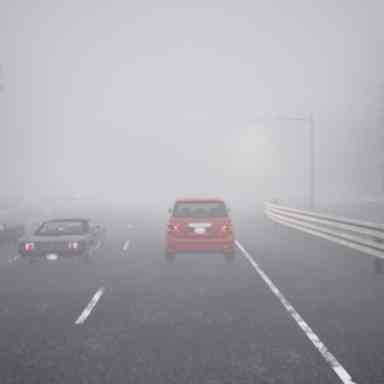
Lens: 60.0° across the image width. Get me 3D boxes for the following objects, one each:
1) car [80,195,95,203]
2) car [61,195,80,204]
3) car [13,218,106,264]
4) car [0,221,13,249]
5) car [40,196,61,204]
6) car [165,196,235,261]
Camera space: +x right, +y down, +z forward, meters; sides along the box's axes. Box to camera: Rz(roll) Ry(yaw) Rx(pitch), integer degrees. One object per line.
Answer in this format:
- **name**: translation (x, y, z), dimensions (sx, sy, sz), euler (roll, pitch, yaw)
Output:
- **car**: translation (-19.955, 1.343, 63.417), dimensions (1.812, 1.442, 4.674), euler (0, 0, -37)
- **car**: translation (-22.837, 1.339, 61.429), dimensions (1.837, 1.490, 4.892), euler (0, 0, -37)
- **car**: translation (-4.255, 1.569, 11.764), dimensions (1.895, 1.301, 4.718), euler (0, 0, -6)
- **car**: translation (-7.805, 1.581, 12.090), dimensions (1.895, 1.301, 4.718), euler (0, 0, -7)
- **car**: translation (-25.718, 1.406, 59.443), dimensions (2.033, 1.411, 5.357), euler (0, 0, -37)
- **car**: translation (0.278, 1.172, 12.140), dimensions (2.150, 2.045, 5.566), euler (0, 0, 1)
